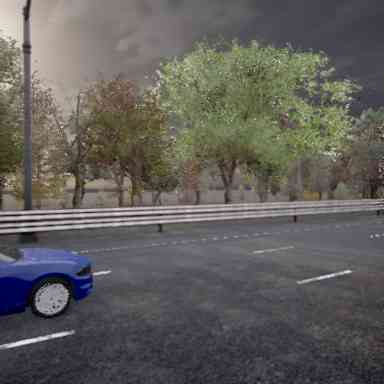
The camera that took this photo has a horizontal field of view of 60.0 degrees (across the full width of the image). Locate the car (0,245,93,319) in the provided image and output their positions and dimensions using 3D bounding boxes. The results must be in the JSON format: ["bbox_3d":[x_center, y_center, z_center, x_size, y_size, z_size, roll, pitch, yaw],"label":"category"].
[{"bbox_3d":[-4.306,1.469,5.760,5.008,1.535,1.882,-1,0,-31],"label":"car"}]
